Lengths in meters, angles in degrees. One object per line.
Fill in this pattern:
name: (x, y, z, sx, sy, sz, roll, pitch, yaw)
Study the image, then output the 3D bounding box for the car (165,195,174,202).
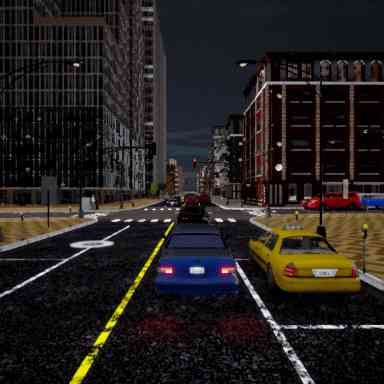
car: (-5.328, 1.550, 80.157, 1.887, 1.381, 4.507, 0, 0, 0)

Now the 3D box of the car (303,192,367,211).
car: (15.614, 1.002, 36.468, 5.566, 2.045, 2.150, -1, 0, -1)

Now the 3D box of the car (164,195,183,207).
car: (-2.851, 1.494, 51.221, 2.128, 1.511, 4.902, 0, 0, 0)

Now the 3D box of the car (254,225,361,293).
car: (2.563, 1.525, 8.732, 1.752, 1.417, 4.829, 0, 0, 0)

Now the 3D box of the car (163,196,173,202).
car: (-5.327, 1.556, 74.564, 2.008, 1.369, 4.403, 0, 0, 0)

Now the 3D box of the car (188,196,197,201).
car: (0.092, 1.568, 67.171, 1.994, 1.385, 4.181, 0, 0, 0)

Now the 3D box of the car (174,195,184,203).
car: (-2.760, 1.482, 71.334, 1.882, 1.535, 5.008, 0, 0, 0)

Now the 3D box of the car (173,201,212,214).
car: (0.081, 1.505, 18.622, 1.837, 1.490, 4.892, 0, 0, 0)

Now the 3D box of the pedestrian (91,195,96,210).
pedestrian: (-12.354, 1.270, 41.567, 0.375, 1.860, 0.375, 0, 1, -1)

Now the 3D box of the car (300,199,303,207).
car: (15.308, 1.095, 38.925, 5.009, 1.841, 2.192, -1, 1, -1)

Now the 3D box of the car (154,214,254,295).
car: (0.096, 1.547, 8.881, 2.033, 1.411, 5.357, 0, 0, 0)

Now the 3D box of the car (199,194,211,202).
car: (2.555, 1.318, 63.379, 2.192, 1.841, 5.009, 0, 0, 0)

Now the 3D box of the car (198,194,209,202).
car: (2.553, 1.320, 74.565, 2.192, 1.841, 5.009, 0, 0, 0)

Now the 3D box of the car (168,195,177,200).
car: (-5.329, 1.558, 91.343, 2.008, 1.369, 4.403, 0, 0, 0)

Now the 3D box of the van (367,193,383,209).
van: (20.964, 1.050, 38.986, 3.998, 1.788, 1.690, -1, 1, -1)
